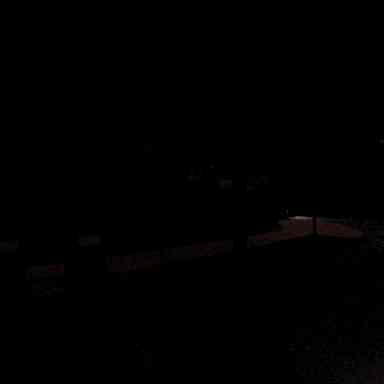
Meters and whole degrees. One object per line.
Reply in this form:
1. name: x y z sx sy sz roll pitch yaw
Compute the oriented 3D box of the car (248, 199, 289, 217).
1. car: 5.922 1.349 28.618 4.892 1.490 1.837 -1 0 42
